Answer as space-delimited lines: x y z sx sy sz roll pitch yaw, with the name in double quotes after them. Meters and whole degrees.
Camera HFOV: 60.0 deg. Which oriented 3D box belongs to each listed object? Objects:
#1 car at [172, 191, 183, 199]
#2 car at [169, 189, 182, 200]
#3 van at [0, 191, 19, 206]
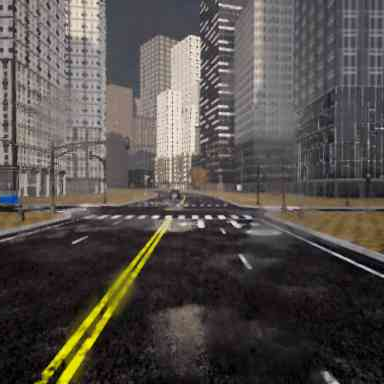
-3.237 0.620 73.867 2.128 1.511 4.902 0 1 0 "car"
-3.220 0.461 63.472 2.150 2.045 5.566 0 2 0 "car"
-22.633 0.752 39.379 3.998 1.788 1.690 0 1 1 "van"
